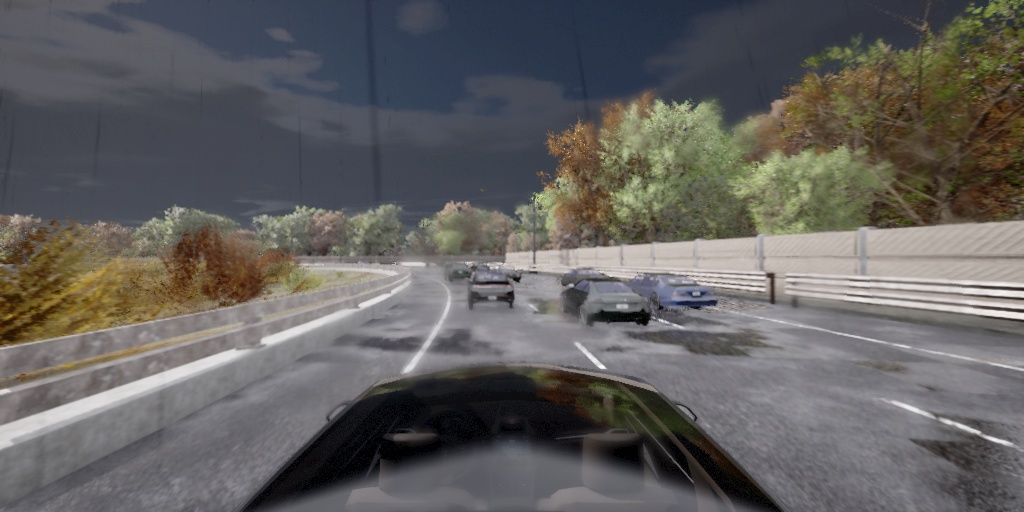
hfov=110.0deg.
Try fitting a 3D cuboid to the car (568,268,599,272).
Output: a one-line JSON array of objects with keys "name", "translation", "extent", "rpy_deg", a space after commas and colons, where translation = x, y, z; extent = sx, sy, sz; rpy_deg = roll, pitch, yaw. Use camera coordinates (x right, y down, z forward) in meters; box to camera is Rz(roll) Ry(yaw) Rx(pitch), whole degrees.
[{"name": "car", "translation": [4.676, 1.491, 23.950], "extent": [2.033, 1.411, 5.357], "rpy_deg": [0, -1, -12]}]

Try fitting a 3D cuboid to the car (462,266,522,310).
[{"name": "car", "translation": [-1.026, 1.383, 15.768], "extent": [2.128, 1.511, 4.902], "rpy_deg": [0, -1, -8]}]

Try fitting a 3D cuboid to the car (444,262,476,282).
[{"name": "car", "translation": [-5.066, 1.434, 33.216], "extent": [2.097, 1.767, 4.553], "rpy_deg": [0, -1, -17]}]

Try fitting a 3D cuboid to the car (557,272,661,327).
[{"name": "car", "translation": [2.927, 1.400, 12.027], "extent": [1.994, 1.385, 4.181], "rpy_deg": [0, -1, -5]}]

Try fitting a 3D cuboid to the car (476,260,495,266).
[{"name": "car", "translation": [-4.685, 1.750, 51.520], "extent": [2.128, 1.511, 4.902], "rpy_deg": [0, -1, -23]}]

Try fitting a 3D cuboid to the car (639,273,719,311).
[{"name": "car", "translation": [6.120, 1.397, 15.056], "extent": [2.033, 1.411, 5.357], "rpy_deg": [0, -1, -8]}]
